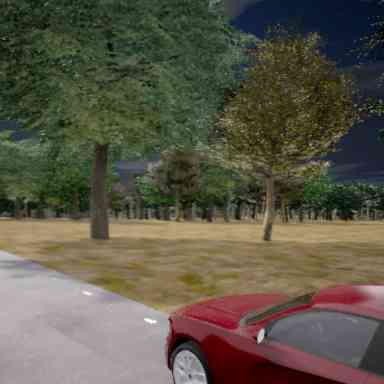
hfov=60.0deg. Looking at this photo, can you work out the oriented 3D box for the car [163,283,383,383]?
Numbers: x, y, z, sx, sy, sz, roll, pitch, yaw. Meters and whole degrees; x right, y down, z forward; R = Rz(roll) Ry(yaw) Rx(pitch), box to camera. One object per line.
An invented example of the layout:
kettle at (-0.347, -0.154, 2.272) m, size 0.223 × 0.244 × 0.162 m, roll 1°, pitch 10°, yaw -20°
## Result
car at (1.743, 1.662, 3.190) m, size 1.882 × 1.535 × 5.008 m, roll 3°, pitch -3°, yaw -43°
